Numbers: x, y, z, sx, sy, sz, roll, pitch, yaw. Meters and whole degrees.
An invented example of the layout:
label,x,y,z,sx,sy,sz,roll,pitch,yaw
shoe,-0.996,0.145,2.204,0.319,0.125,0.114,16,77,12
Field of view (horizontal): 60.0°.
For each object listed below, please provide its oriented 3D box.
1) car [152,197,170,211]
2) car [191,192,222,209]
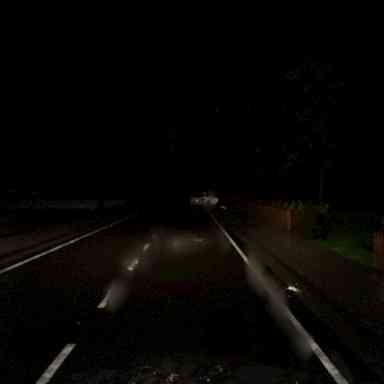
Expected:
label,x,y,z,sx,sy,sz,roll,pitch,yaw
car,-3.626,1.350,38.646,1.882,1.535,5.008,0,-1,-3
car,1.797,1.087,42.074,2.150,2.045,5.566,-2,-1,26
